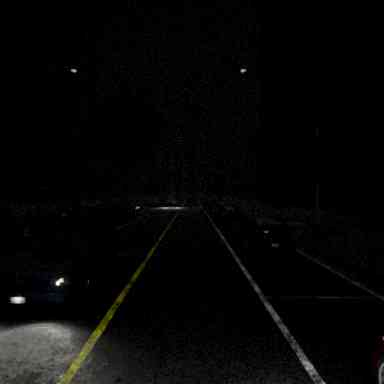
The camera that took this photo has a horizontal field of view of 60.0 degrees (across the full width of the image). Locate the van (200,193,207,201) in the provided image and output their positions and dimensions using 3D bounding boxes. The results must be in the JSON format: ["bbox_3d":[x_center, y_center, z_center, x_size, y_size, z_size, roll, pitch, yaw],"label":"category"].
[{"bbox_3d":[2.742,1.266,81.346,1.690,1.788,3.998,0,0,0],"label":"van"}]

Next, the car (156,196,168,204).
[{"bbox_3d":[-5.779,1.516,64.302,1.802,1.307,4.206,0,0,0],"label":"car"}]

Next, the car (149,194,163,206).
[{"bbox_3d":[-5.776,1.467,52.777,1.752,1.417,4.829,0,0,0],"label":"car"}]

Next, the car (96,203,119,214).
[{"bbox_3d":[-5.768,1.541,18.883,1.947,1.339,4.313,0,0,0],"label":"car"}]

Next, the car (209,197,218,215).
[{"bbox_3d":[2.754,1.488,30.417,1.752,1.417,4.829,0,0,0],"label":"car"}]

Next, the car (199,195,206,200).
[{"bbox_3d":[2.741,1.467,87.023,1.887,1.381,4.507,0,0,0],"label":"car"}]

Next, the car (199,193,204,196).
[{"bbox_3d":[2.746,1.375,64.312,1.967,1.590,4.097,0,0,0],"label":"car"}]

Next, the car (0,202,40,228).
[{"bbox_3d":[-5.765,1.305,7.528,2.192,1.841,5.009,0,0,0],"label":"car"}]

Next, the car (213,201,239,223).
[{"bbox_3d":[2.756,1.551,24.569,1.802,1.307,4.206,0,0,0],"label":"car"}]

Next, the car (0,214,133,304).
[{"bbox_3d":[-3.102,1.536,8.582,2.033,1.411,5.357,0,0,0],"label":"car"}]

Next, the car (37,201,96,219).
[{"bbox_3d":[-5.767,1.297,13.205,2.192,1.841,5.009,0,0,0],"label":"car"}]

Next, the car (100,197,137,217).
[{"bbox_3d":[-5.769,1.283,24.560,2.192,1.841,5.009,0,0,0],"label":"car"}]

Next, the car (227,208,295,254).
[{"bbox_3d":[2.758,1.534,13.214,2.008,1.369,4.403,0,0,0],"label":"car"}]

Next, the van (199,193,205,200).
[{"bbox_3d":[2.739,1.260,92.701,1.690,1.788,3.998,0,0,0],"label":"van"}]

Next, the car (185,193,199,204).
[{"bbox_3d":[-0.010,1.440,63.013,1.837,1.490,4.892,0,0,0],"label":"car"}]

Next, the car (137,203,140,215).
[{"bbox_3d":[-5.771,1.513,30.237,2.008,1.369,4.403,0,0,0],"label":"car"}]

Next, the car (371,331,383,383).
[{"bbox_3d":[2.761,1.580,1.859,1.802,1.307,4.206,0,0,0],"label":"car"}]

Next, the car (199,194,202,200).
[{"bbox_3d":[2.748,1.490,58.635,2.008,1.369,4.403,0,0,0],"label":"car"}]

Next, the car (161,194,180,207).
[{"bbox_3d":[-3.092,1.471,49.277,1.812,1.442,4.674,0,0,0],"label":"car"}]

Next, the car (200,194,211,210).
[{"bbox_3d":[2.350,1.428,42.658,1.882,1.535,5.008,0,0,0],"label":"car"}]

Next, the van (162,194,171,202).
[{"bbox_3d":[-5.782,1.268,75.657,1.690,1.788,3.998,0,0,0],"label":"van"}]
